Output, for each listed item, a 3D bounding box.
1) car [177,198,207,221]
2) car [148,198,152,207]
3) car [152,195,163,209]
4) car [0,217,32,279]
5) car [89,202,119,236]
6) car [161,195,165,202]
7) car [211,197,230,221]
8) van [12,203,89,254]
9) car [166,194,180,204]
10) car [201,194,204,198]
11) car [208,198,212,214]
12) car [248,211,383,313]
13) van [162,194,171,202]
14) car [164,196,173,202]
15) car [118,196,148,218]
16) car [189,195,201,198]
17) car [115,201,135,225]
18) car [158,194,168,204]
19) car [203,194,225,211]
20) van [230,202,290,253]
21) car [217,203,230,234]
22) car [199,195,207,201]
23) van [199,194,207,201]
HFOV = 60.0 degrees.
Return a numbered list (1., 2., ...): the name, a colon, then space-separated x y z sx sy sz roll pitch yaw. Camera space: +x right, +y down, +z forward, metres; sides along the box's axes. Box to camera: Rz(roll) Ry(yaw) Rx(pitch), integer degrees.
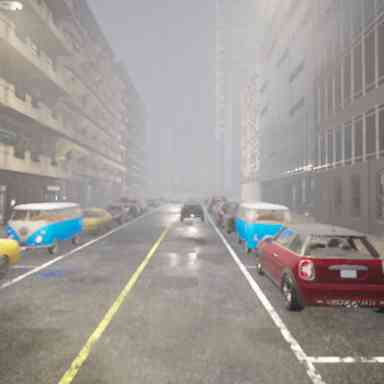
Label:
1. car: 0.042 1.499 27.001 1.837 1.490 4.892 0 0 1
2. car: -5.651 1.514 35.159 1.752 1.417 4.829 1 0 0
3. car: -5.655 1.550 46.424 1.947 1.339 4.313 1 0 0
4. car: -5.687 1.524 7.426 1.752 1.417 4.829 1 0 0
5. car: -5.647 1.520 18.520 1.752 1.417 4.829 1 0 0
6. car: -5.656 1.564 51.971 1.802 1.307 4.206 1 0 0
7. car: 2.701 1.433 24.329 1.967 1.590 4.097 1 0 0
8. van: -5.649 1.338 13.144 1.690 1.788 3.998 1 0 0
9. car: -3.041 1.527 61.737 2.033 1.411 5.357 0 0 1
10. car: 2.693 1.423 52.067 1.967 1.590 4.097 1 0 0
11. car: 2.697 1.516 30.047 1.752 1.417 4.829 1 0 0
12. car: 2.705 1.439 7.685 1.967 1.590 4.097 1 0 0
13. van: -5.657 1.313 74.156 1.690 1.788 3.998 1 0 0
14. car: -5.664 1.551 79.704 1.802 1.307 4.206 1 0 0
15. car: -5.646 1.306 29.783 2.192 1.841 5.009 1 0 0
16. car: -0.012 1.530 50.594 2.033 1.411 5.357 0 0 0
17. car: -5.649 1.575 24.236 1.802 1.307 4.206 1 0 0
18. car: -5.654 1.292 63.063 2.192 1.841 5.009 1 0 0
19. car: 2.700 1.304 35.424 2.192 1.841 5.009 1 0 0
20. van: 2.706 1.338 13.233 1.690 1.788 3.998 1 0 0
21. car: 2.700 1.561 18.781 1.947 1.339 4.313 1 0 0
22. car: 2.682 1.512 85.354 1.887 1.381 4.507 1 0 0
23. van: 2.688 1.311 79.807 1.690 1.788 3.998 1 0 0
